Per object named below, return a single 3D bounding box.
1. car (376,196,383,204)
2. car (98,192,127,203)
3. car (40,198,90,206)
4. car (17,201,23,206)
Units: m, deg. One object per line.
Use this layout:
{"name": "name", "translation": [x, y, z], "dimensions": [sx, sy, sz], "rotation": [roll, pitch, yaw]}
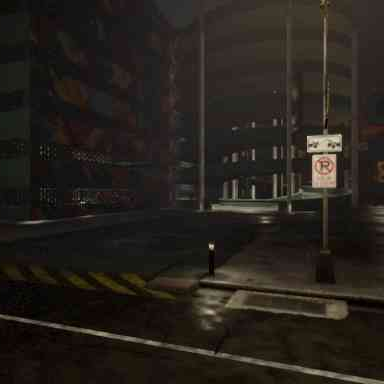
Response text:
{"name": "car", "translation": [35.268, 1.221, 58.583], "dimensions": [2.150, 2.045, 5.566], "rotation": [0, 0, -21]}
{"name": "car", "translation": [-14.678, 1.028, 61.098], "dimensions": [5.566, 2.045, 2.435], "rotation": [0, 0, 20]}
{"name": "car", "translation": [-11.922, 1.320, 32.349], "dimensions": [4.674, 1.452, 2.002], "rotation": [0, 0, 20]}
{"name": "car", "translation": [-20.353, 1.463, 43.472], "dimensions": [4.718, 1.301, 1.895], "rotation": [0, 0, 20]}
